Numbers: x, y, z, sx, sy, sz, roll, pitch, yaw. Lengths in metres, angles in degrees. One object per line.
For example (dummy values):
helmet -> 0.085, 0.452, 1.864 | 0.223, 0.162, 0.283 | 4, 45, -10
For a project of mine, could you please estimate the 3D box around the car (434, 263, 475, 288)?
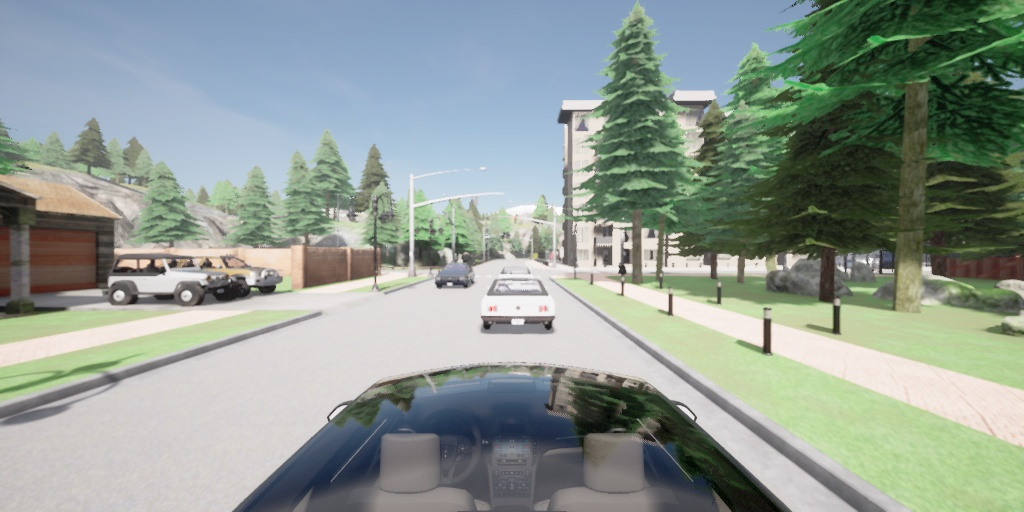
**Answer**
car -> -3.385, 1.137, 22.297 | 2.033, 1.411, 5.357 | 0, 0, 1

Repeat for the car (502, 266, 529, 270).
car -> 0.211, 1.207, 20.267 | 1.895, 1.301, 4.718 | 0, 0, 0

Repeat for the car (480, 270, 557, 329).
car -> 0.157, 1.280, 10.857 | 1.895, 1.301, 4.718 | 0, 0, 0
